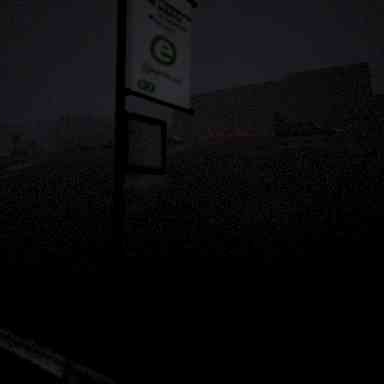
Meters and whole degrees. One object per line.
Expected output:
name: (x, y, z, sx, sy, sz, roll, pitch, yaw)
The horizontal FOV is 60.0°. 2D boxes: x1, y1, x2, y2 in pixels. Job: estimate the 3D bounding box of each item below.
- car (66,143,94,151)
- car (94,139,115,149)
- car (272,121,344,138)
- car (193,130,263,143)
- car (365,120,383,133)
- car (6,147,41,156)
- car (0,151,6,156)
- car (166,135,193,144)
car: (-10.922, -4.292, 34.074, 4.892, 1.521, 2.231, 1, 1, 34)
car: (-6.358, -4.174, 30.972, 4.892, 1.521, 2.231, 2, 1, 34)
car: (7.750, -3.883, 22.193, 4.553, 1.767, 2.185, 2, 1, 31)
car: (2.997, -3.898, 25.011, 5.008, 1.535, 2.097, 2, 1, 32)
car: (12.740, -3.583, 19.392, 4.792, 1.488, 2.163, 2, 1, 29)
car: (-19.959, -4.626, 40.235, 4.553, 1.767, 2.185, 1, 1, 34)
car: (-24.500, -4.563, 43.330, 4.674, 1.452, 2.002, 1, 1, 34)
car: (-1.713, -3.999, 27.942, 4.674, 1.452, 2.002, 2, 1, 33)
